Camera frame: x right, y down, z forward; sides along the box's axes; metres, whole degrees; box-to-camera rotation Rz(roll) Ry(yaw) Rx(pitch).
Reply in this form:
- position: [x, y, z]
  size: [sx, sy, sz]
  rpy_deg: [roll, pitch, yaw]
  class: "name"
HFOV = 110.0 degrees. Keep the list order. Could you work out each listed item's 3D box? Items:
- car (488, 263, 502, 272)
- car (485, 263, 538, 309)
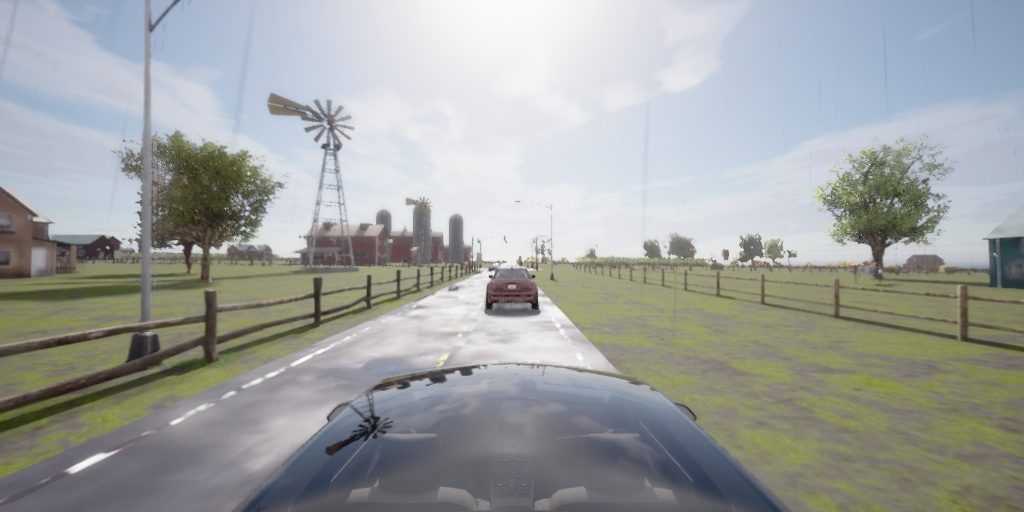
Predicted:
- position: [-2.741, 1.863, 58.268]
  size: [1.994, 1.385, 4.181]
  rpy_deg: [0, -1, 0]
  class: "car"
- position: [0.004, 1.235, 15.936]
  size: [2.097, 1.767, 4.553]
  rpy_deg: [0, -1, 0]
  class: "car"
